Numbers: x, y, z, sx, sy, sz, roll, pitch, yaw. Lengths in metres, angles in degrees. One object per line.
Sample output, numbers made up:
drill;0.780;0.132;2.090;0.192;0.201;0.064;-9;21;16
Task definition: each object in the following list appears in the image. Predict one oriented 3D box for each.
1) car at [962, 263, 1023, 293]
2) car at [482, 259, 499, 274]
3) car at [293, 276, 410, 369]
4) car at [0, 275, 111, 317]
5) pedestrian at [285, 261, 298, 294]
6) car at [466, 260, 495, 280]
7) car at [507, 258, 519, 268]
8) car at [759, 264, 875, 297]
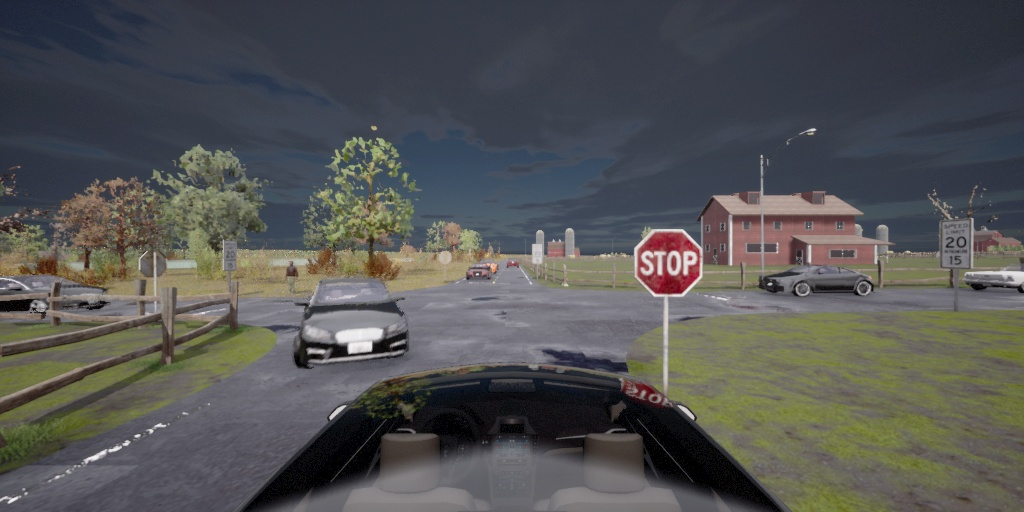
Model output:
car;23.936;0.978;16.400;4.718;1.301;1.895;-1;0;1
car;-2.808;1.115;41.150;2.097;1.767;4.553;0;0;0
car;-3.607;1.242;8.089;2.128;1.511;4.902;1;0;-27
car;-18.534;1.495;13.837;4.902;1.511;2.128;-1;0;1
pedestrian;-12.145;1.171;19.730;0.375;1.860;0.375;0;1;0
car;-2.818;1.324;31.395;1.994;1.385;4.181;0;0;1
car;0.145;1.123;61.543;2.097;1.767;4.553;0;0;0
car;13.867;1.089;16.482;4.181;1.385;1.994;-1;0;1
